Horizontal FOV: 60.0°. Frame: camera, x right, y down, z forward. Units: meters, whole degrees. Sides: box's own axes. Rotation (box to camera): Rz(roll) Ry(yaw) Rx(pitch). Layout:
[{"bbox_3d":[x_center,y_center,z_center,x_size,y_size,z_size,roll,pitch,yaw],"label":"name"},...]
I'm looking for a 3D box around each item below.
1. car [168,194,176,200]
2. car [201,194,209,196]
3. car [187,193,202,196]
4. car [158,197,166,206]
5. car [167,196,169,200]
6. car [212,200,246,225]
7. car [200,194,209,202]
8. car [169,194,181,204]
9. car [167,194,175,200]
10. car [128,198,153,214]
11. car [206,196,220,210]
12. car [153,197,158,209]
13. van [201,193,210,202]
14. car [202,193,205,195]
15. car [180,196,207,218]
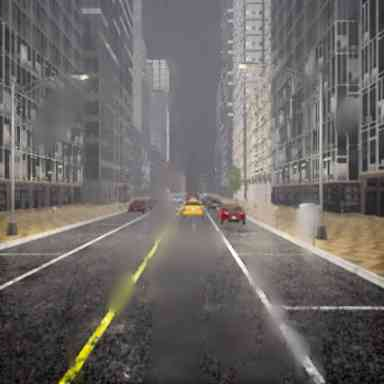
[{"bbox_3d":[-5.500,1.367,92.235,2.008,1.369,4.403,0,0,0],"label":"car"},{"bbox_3d":[2.800,1.487,52.360,1.947,1.339,4.313,0,0,0],"label":"car"},{"bbox_3d":[0.111,1.130,53.457,2.150,2.045,5.566,0,0,0],"label":"car"},{"bbox_3d":[-5.581,1.466,52.386,1.887,1.381,4.507,0,0,0],"label":"car"},{"bbox_3d":[-5.570,1.475,58.078,1.947,1.339,4.313,0,0,0],"label":"car"},{"bbox_3d":[2.742,1.519,23.899,1.887,1.381,4.507,0,0,0],"label":"car"},{"bbox_3d":[2.847,1.306,75.129,1.967,1.590,4.097,0,0,0],"label":"car"},{"bbox_3d":[-2.886,1.496,63.338,1.895,1.301,4.718,0,0,1],"label":"car"},{"bbox_3d":[-5.512,1.359,86.371,1.752,1.417,4.829,0,0,0],"label":"car"},{"bbox_3d":[-5.616,1.500,35.307,1.887,1.381,4.507,0,0,0],"label":"car"},{"bbox_3d":[2.776,1.510,40.976,1.947,1.339,4.313,0,0,0],"label":"car"},{"bbox_3d":[-5.604,1.526,41.001,1.802,1.307,4.206,0,0,0],"label":"car"},{"bbox_3d":[2.835,1.222,69.438,1.690,1.788,3.998,0,0,0],"label":"van"},{"bbox_3d":[2.823,1.461,63.744,1.947,1.339,4.313,0,0,0],"label":"car"},{"bbox_3d":[0.120,1.419,30.115,1.801,1.575,5.366,0,0,1],"label":"car"}]
